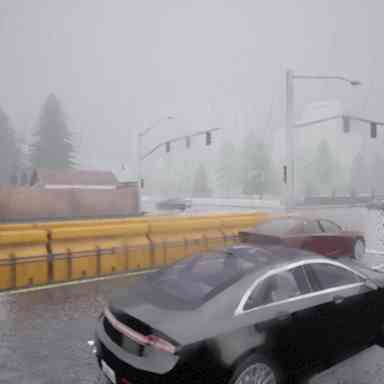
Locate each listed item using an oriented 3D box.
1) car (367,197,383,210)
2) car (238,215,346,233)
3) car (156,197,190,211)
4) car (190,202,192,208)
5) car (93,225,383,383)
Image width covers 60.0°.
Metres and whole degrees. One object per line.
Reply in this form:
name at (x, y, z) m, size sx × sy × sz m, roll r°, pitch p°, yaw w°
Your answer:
car at (24.643, 1.372, 43.035) m, size 4.553 × 1.767 × 2.097 m, roll 0°, pitch 0°, yaw -35°
car at (3.637, 1.482, 10.700) m, size 5.008 × 1.535 × 1.882 m, roll 0°, pitch 0°, yaw -37°
car at (-2.585, 1.610, 40.862) m, size 1.895 × 1.301 × 4.718 m, roll 0°, pitch 0°, yaw -33°
car at (-1.835, 1.502, 46.104) m, size 2.128 × 1.511 × 4.902 m, roll 0°, pitch 0°, yaw -33°
car at (1.176, 1.494, 4.589) m, size 4.902 × 1.511 × 2.128 m, roll 0°, pitch 0°, yaw -35°
